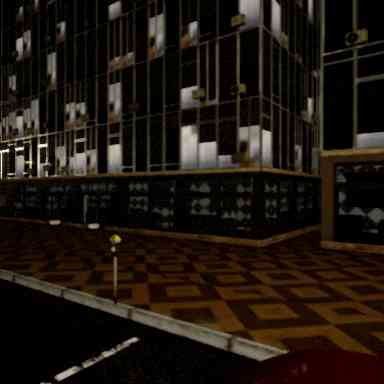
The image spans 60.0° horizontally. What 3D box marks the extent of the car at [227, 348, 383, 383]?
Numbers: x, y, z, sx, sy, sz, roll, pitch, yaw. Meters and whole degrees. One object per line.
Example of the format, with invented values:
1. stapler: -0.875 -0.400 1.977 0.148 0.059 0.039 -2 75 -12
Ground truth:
1. car: 2.112 1.549 1.371 4.507 1.381 1.887 0 0 36
